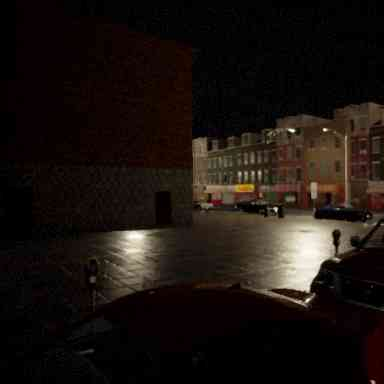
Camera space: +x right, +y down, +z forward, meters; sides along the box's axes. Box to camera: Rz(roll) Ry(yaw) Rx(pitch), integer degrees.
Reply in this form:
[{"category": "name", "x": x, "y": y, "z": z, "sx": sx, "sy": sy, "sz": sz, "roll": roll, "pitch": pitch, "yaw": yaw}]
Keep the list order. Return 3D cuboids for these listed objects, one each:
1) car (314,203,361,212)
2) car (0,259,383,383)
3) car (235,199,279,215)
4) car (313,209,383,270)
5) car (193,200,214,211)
[{"category": "car", "x": 11.470, "y": 1.560, "z": 25.498, "sx": 1.994, "sy": 1.385, "sz": 4.181, "roll": -1, "pitch": 0, "yaw": -35}, {"category": "car", "x": -0.187, "y": 1.544, "z": 2.683, "sx": 4.507, "sy": 1.381, "sz": 1.887, "roll": 0, "pitch": 0, "yaw": -35}, {"category": "car", "x": 6.361, "y": 1.480, "z": 32.692, "sx": 2.128, "sy": 1.511, "sz": 4.902, "roll": -1, "pitch": 0, "yaw": -35}, {"category": "car", "x": 4.237, "y": 1.312, "z": 5.839, "sx": 5.009, "sy": 1.841, "sz": 2.192, "roll": 0, "pitch": 0, "yaw": -35}, {"category": "car", "x": 0.533, "y": 1.587, "z": 40.910, "sx": 1.895, "sy": 1.301, "sz": 4.718, "roll": -1, "pitch": 0, "yaw": -35}]
